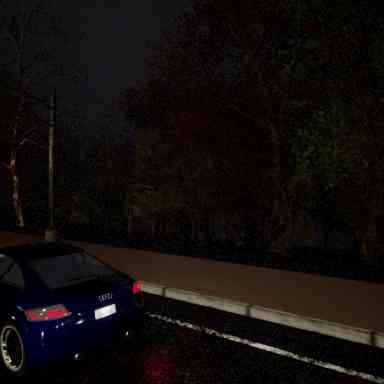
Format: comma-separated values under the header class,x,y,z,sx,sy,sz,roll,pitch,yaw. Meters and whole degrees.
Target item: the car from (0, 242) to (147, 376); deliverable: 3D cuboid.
class,x,y,z,sx,sy,sz,roll,pitch,yaw
car,-2.763,1.563,5.638,4.181,1.385,1.994,0,0,37
